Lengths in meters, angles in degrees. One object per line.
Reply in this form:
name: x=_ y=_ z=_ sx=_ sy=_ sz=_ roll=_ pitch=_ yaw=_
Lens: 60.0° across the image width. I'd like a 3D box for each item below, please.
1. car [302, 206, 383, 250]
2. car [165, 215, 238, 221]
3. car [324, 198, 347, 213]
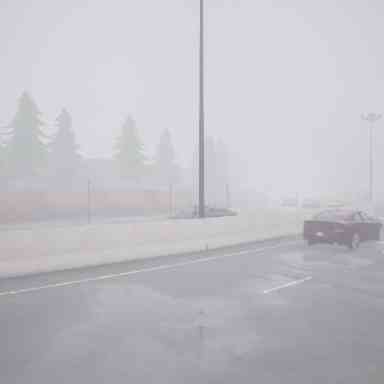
car: x=6.709 y=1.477 z=14.533 sx=5.008 sy=1.535 sz=1.882 roll=0 pitch=0 yaw=-44
car: x=0.574 y=1.491 z=18.585 sx=4.902 sy=1.511 sz=2.128 roll=0 pitch=0 yaw=-44
car: x=16.969 y=1.477 z=39.106 sx=1.882 sy=1.535 sz=5.008 roll=0 pitch=0 yaw=30
